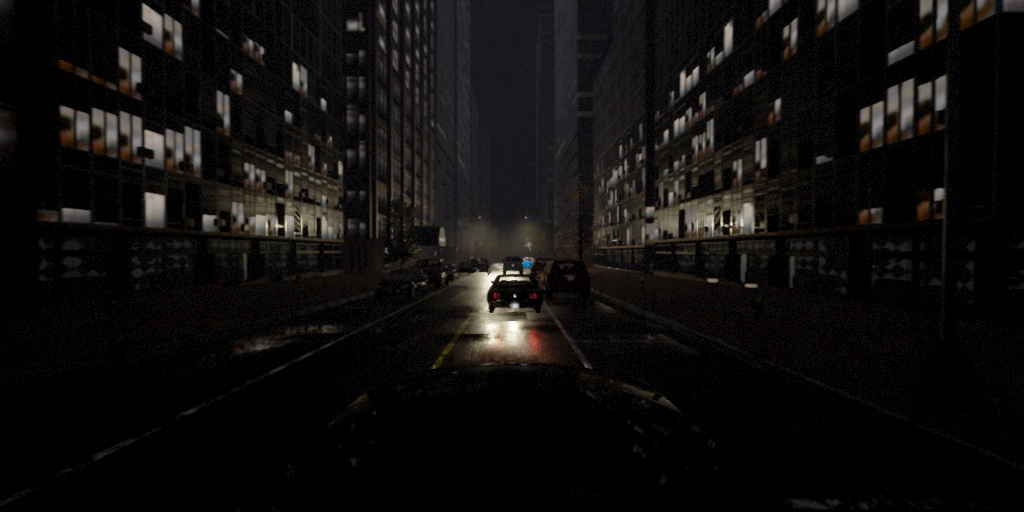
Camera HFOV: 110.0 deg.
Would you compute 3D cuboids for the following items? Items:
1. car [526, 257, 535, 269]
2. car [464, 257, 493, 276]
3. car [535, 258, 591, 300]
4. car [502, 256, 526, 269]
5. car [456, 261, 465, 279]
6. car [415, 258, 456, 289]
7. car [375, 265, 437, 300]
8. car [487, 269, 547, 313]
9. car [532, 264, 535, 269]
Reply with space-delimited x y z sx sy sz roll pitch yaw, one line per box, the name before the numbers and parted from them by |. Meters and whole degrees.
car | 2.538 1.068 29.065 2.192 1.841 5.009 0 0 0
car | -2.743 0.847 30.988 1.882 1.535 5.008 0 0 0
car | 2.535 1.065 17.768 2.192 1.841 5.009 0 0 0
car | 0.109 0.978 39.644 2.150 2.045 5.566 0 0 0
car | -5.310 1.304 29.038 2.007 1.370 4.403 0 0 0
car | -5.311 1.067 23.389 2.192 1.841 5.009 0 0 0
car | -5.312 1.301 17.741 2.007 1.370 4.403 0 0 0
car | 0.102 1.351 14.085 1.895 1.301 4.718 0 0 0
car | 2.537 1.333 23.417 1.802 1.307 4.207 0 0 0
